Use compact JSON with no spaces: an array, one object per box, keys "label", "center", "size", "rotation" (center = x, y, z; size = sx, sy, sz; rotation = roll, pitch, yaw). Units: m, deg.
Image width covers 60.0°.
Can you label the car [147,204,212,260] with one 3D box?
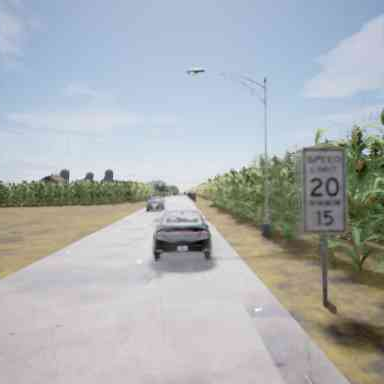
[{"label":"car","center":[-0.348,1.399,12.010],"size":[2.128,1.511,4.902],"rotation":[-1,0,-2]}]

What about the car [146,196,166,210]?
[{"label":"car","center":[-3.879,1.233,36.231],"size":[2.128,1.511,4.902],"rotation":[-1,0,-2]}]
